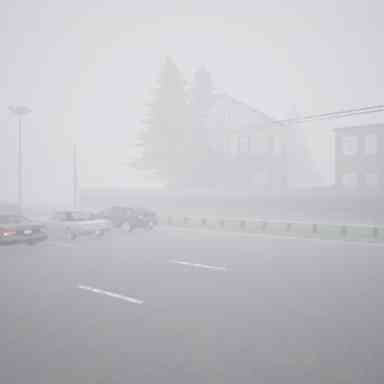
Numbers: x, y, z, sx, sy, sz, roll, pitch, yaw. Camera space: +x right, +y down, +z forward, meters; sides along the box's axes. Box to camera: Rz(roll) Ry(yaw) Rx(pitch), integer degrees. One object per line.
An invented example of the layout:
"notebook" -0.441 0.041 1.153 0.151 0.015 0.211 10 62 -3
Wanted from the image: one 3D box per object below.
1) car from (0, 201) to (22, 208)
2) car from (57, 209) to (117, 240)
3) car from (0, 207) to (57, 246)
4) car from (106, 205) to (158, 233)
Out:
"car" -16.415 1.516 28.476 4.892 1.490 1.837 0 0 36
"car" -6.260 1.615 16.933 4.718 1.301 1.895 0 0 36
"car" -8.268 1.562 14.066 5.357 1.411 2.033 0 0 36
"car" -4.204 1.515 19.765 4.892 1.490 1.837 0 0 36
